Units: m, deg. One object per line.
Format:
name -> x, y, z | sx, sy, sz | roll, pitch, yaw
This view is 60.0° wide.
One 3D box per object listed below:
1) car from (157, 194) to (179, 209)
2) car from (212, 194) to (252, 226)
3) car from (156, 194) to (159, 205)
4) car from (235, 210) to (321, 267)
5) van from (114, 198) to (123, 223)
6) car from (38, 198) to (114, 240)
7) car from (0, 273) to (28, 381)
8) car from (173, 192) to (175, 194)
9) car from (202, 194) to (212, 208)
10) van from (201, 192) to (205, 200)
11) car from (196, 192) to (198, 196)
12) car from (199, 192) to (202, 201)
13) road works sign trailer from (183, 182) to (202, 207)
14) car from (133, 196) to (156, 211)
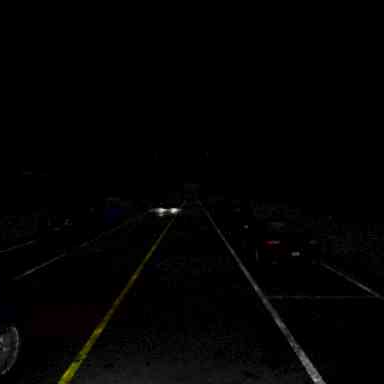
car -> -3.112, 1.341, 44.122 | 1.882, 1.535, 5.008 | 0, 0, 0
car -> 2.747, 1.240, 22.352 | 2.192, 1.841, 5.009 | 0, 0, 0
car -> -5.793, 1.413, 50.517 | 1.947, 1.339, 4.313 | 0, 0, 0
car -> 2.754, 1.506, 11.080 | 1.887, 1.381, 4.507 | 0, 0, 0
van -> -5.777, 1.267, 22.332 | 1.690, 1.788, 3.998 | 0, 0, 0
car -> -5.774, 1.258, 16.696 | 2.192, 1.841, 5.009 | 0, 0, 0
car -> -3.102, 1.516, 2.699 | 1.812, 1.442, 4.674 | 0, 0, 0
car -> -5.809, 1.091, 78.699 | 2.192, 1.841, 5.009 | 0, 0, 0
car -> 2.735, 1.386, 45.068 | 1.752, 1.417, 4.829 | 0, 0, 0
van -> 2.732, 1.188, 50.533 | 1.690, 1.788, 3.998 | 0, 0, 0
car -> 2.713, 1.202, 84.351 | 1.967, 1.590, 4.097 | 0, 0, 0
car -> 2.726, 1.258, 61.806 | 1.967, 1.590, 4.097 | 0, 0, 0
road works sign trailer -> -0.026, 0.321, 46.845 | 2.380, 3.560, 2.880 | 0, 0, 0
car -> -5.786, 1.421, 39.243 | 1.887, 1.381, 4.507 | 0, 0, 0
